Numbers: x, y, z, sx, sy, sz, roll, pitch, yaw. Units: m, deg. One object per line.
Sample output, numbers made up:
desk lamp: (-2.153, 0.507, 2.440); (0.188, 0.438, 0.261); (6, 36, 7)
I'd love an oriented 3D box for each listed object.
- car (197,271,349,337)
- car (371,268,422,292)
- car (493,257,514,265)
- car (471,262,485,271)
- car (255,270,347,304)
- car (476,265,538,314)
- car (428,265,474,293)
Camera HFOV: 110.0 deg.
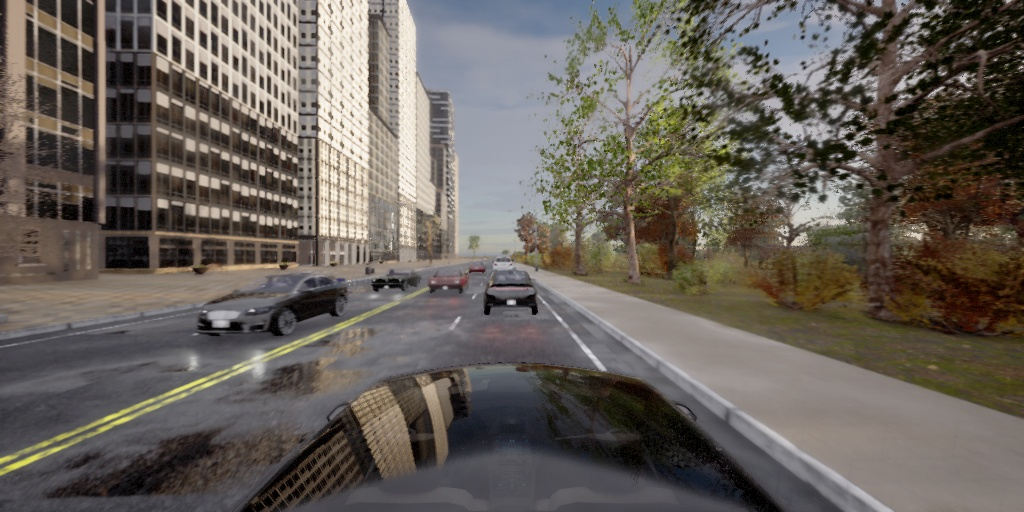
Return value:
car: (-6.588, 1.277, 10.545); (2.128, 1.511, 4.902); (0, 0, 0)
car: (-6.967, 1.417, 21.968); (1.895, 1.301, 4.718); (0, 0, -2)
car: (-0.990, 1.078, 40.757); (2.150, 2.045, 5.566); (0, 0, -2)
car: (-4.458, 1.441, 46.797); (1.994, 1.385, 4.181); (0, 0, -2)
car: (-10.109, 1.411, 17.710); (1.895, 1.301, 4.718); (0, 0, -1)
car: (-0.080, 1.275, 13.909); (2.128, 1.511, 4.902); (0, 0, -1)
car: (-3.573, 1.409, 21.152); (1.895, 1.301, 4.718); (0, 0, -2)
